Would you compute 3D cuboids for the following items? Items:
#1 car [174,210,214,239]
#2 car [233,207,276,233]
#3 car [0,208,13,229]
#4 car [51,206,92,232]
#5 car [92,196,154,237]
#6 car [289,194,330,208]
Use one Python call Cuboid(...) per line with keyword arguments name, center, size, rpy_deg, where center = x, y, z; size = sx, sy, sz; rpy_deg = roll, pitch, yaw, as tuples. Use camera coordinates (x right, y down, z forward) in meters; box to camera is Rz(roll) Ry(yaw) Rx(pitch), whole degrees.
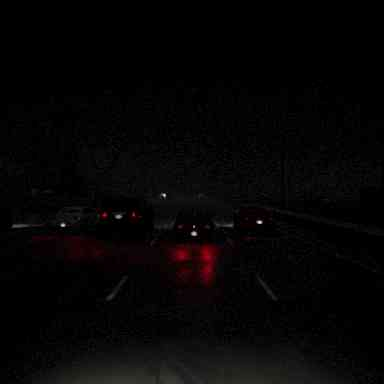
Cuboid(name="car", center=(0.098, 1.618, 17.524), size=(1.895, 1.301, 4.718), rpy_deg=(0, 0, 0))
Cuboid(name="car", center=(3.598, 1.583, 19.710), size=(1.994, 1.385, 4.181), rpy_deg=(0, 0, 0))
Cuboid(name="car", center=(-11.840, 1.523, 19.039), size=(1.837, 1.490, 4.892), rpy_deg=(1, 0, -12))
Cuboid(name="car", center=(-6.902, 1.545, 20.113), size=(1.812, 1.442, 4.674), rpy_deg=(0, 0, 0))
Cuboid(name="car", center=(-3.402, 1.239, 18.101), size=(2.150, 2.045, 5.566), rpy_deg=(0, 0, 0))
Cuboid(name="car", center=(16.987, 1.266, 48.303), size=(5.566, 2.045, 2.150), rpy_deg=(0, 0, 34))
